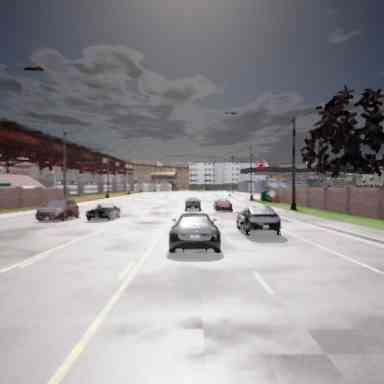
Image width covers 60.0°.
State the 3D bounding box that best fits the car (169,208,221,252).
[{"bbox_3d":[0.105,1.562,13.849,1.994,1.385,4.181,0,0,0],"label":"car"}]

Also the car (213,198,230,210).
[{"bbox_3d":[3.612,1.443,39.106,1.994,1.385,4.181,0,1,0],"label":"car"}]

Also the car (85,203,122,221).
[{"bbox_3d":[-7.081,1.585,26.951,1.895,1.301,4.718,0,0,0],"label":"car"}]

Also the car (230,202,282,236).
[{"bbox_3d":[3.606,1.489,18.589,2.128,1.511,4.902,0,0,0],"label":"car"}]

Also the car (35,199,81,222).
[{"bbox_3d":[-10.572,1.337,26.495,2.097,1.767,4.553,0,0,0],"label":"car"}]

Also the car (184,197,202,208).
[{"bbox_3d":[0.112,1.382,39.234,1.837,1.490,4.892,0,1,0],"label":"car"}]
